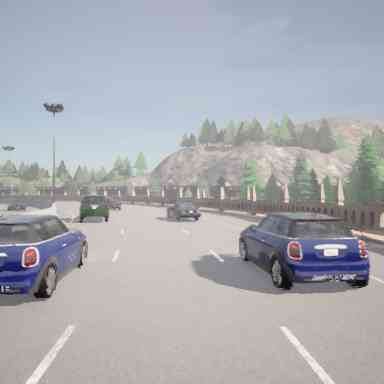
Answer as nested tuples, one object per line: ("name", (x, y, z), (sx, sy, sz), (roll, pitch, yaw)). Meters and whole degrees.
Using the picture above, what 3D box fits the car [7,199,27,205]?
("car", (-21.165, 1.610, 40.300), (1.837, 1.490, 4.892), (0, 0, -28))

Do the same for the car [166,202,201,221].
("car", (-0.796, 1.559, 27.646), (2.033, 1.411, 5.357), (0, 0, -17))

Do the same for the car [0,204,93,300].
("car", (-4.141, 1.353, 8.488), (2.097, 1.767, 4.553), (0, 0, -6))

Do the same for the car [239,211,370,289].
("car", (2.807, 1.348, 9.376), (2.097, 1.767, 4.553), (0, 0, -6))

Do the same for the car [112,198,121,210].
("car", (-10.388, 1.550, 42.611), (2.128, 1.511, 4.902), (0, 0, -25))

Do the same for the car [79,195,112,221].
("car", (-7.981, 1.253, 27.145), (2.150, 2.045, 5.566), (0, 0, -17))
